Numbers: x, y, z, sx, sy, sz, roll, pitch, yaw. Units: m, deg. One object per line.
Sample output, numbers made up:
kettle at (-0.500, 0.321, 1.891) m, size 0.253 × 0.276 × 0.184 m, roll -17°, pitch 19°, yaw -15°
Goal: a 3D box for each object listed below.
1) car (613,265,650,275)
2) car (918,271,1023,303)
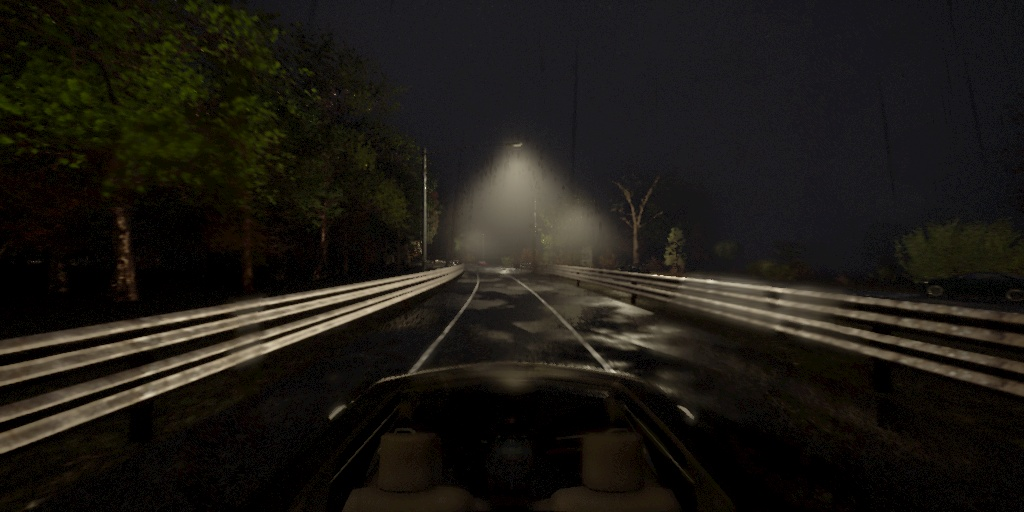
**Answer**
car at (12.893, 1.731, 39.277) m, size 1.837 × 1.490 × 4.892 m, roll 0°, pitch 0°, yaw -22°
car at (24.727, 1.498, 18.998) m, size 1.994 × 1.385 × 4.181 m, roll 0°, pitch 0°, yaw -22°
